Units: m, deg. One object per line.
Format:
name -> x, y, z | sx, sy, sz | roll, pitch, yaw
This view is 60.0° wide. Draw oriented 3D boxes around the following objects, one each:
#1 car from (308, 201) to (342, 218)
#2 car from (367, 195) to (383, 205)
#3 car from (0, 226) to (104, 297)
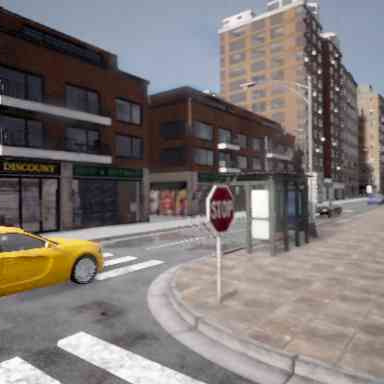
car -> 11.014, 1.416, 27.558 | 1.895, 1.301, 4.718 | -1, 0, 37
car -> 27.512, 1.163, 49.580 | 2.033, 1.411, 5.357 | -1, 0, 37
car -> -4.250, 1.479, 7.187 | 1.882, 1.535, 5.008 | -1, 0, 37
